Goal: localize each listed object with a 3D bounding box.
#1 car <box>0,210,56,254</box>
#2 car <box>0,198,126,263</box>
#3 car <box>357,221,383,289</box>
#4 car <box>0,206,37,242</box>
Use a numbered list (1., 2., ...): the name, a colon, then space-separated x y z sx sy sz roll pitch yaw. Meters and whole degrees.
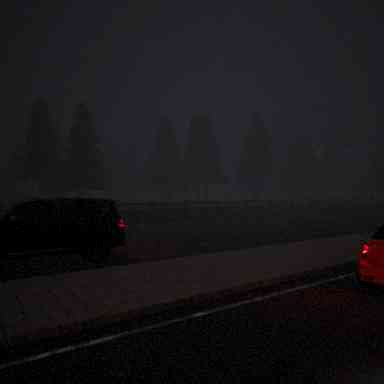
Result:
1. car: -7.801 1.511 12.540 4.674 1.442 1.812 0 0 -35
2. car: -4.825 1.212 10.373 5.566 2.045 2.150 0 0 -35
3. car: 5.986 1.360 7.962 4.553 1.767 2.097 0 0 -35
4. car: -9.986 1.473 15.298 4.902 1.511 2.128 0 0 -35
